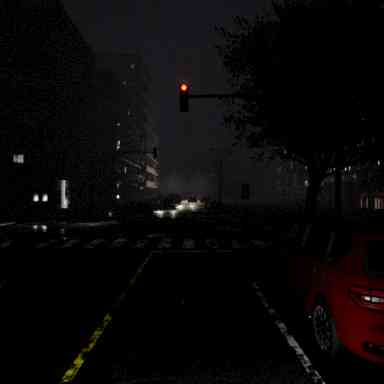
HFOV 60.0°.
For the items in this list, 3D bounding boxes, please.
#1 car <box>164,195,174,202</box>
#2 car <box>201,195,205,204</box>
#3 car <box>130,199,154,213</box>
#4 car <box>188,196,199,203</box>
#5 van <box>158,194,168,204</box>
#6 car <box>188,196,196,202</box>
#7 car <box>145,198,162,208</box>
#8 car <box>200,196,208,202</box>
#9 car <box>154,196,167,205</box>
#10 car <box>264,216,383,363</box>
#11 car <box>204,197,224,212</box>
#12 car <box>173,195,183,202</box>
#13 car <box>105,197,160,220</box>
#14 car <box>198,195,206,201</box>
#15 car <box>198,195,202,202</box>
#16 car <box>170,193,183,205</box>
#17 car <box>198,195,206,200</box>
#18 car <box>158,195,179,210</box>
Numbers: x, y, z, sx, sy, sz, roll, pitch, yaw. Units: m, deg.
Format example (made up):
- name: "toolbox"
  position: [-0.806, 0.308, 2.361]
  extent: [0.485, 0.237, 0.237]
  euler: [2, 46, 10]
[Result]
- name: "car"
  position: [-5.676, 1.506, 82.503]
  extent: [1.967, 1.590, 4.097]
  euler: [0, 0, 0]
- name: "car"
  position: [2.699, 1.548, 49.475]
  extent: [1.752, 1.417, 4.829]
  euler: [0, 0, 0]
- name: "car"
  position: [-5.682, 1.562, 38.241]
  extent: [2.008, 1.369, 4.403]
  euler: [0, 0, 0]
- name: "car"
  position: [0.115, 1.611, 69.419]
  extent: [1.994, 1.385, 4.181]
  euler: [0, 0, 0]
- name: "van"
  position: [-5.678, 1.383, 65.905]
  extent: [1.690, 1.788, 3.998]
  euler: [0, 0, 0]
- name: "car"
  position: [0.015, 1.656, 79.320]
  extent: [1.895, 1.301, 4.718]
  euler: [0, 0, 0]
- name: "car"
  position: [-5.681, 1.573, 49.307]
  extent: [2.008, 1.369, 4.403]
  euler: [0, 0, 0]
- name: "car"
  position: [2.704, 1.583, 77.139]
  extent: [1.752, 1.417, 4.829]
  euler: [0, 0, 0]
- name: "car"
  position: [-5.679, 1.475, 60.372]
  extent: [1.967, 1.590, 4.097]
  euler: [0, 0, 0]
- name: "car"
  position: [2.694, 1.315, 5.852]
  extent: [2.192, 1.841, 5.009]
  euler: [0, 0, 0]
- name: "car"
  position: [2.698, 1.556, 38.240]
  extent: [1.887, 1.381, 4.507]
  euler: [0, 0, 0]
- name: "car"
  position: [-2.987, 1.438, 72.596]
  extent: [1.994, 1.385, 4.181]
  euler: [0, 0, 0]
- name: "car"
  position: [-5.204, 1.498, 28.290]
  extent: [2.128, 1.511, 4.902]
  euler: [1, 0, 30]
- name: "car"
  position: [2.705, 1.620, 88.034]
  extent: [1.887, 1.381, 4.507]
  euler: [0, 0, 0]
- name: "car"
  position: [2.702, 1.624, 65.903]
  extent: [1.802, 1.307, 4.206]
  euler: [0, 0, 0]
- name: "car"
  position: [-3.065, 1.256, 57.991]
  extent: [2.150, 2.045, 5.566]
  euler: [0, 0, 0]
- name: "car"
  position: [2.706, 1.636, 93.567]
  extent: [2.008, 1.369, 4.403]
  euler: [0, 0, 0]
- name: "car"
  position: [-3.087, 1.493, 43.315]
  extent: [1.882, 1.535, 5.008]
  euler: [0, 0, 0]
